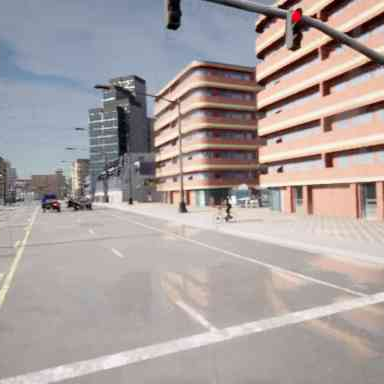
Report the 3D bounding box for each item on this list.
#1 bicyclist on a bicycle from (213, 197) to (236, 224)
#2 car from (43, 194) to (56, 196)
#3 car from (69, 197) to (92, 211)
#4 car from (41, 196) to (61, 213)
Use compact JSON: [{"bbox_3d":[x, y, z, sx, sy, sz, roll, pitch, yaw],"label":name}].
[{"bbox_3d":[2.004,1.136,20.413,1.656,1.620,0.582,-2,1,-24],"label":"bicyclist on a bicycle"},{"bbox_3d":[-20.811,1.333,48.648,2.150,2.045,5.566,-2,0,-24],"label":"car"},{"bbox_3d":[-13.536,1.484,41.152,2.128,1.511,4.902,-2,1,-24],"label":"car"},{"bbox_3d":[-16.716,1.603,39.587,1.837,1.490,4.892,-2,1,-23],"label":"car"}]
